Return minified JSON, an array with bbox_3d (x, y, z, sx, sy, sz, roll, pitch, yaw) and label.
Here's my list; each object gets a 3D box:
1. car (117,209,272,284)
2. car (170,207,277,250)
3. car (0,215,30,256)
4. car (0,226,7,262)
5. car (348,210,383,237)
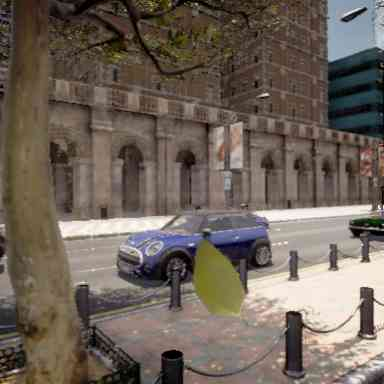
[{"bbox_3d":[0.172,1.333,9.641,4.553,1.767,2.097,0,0,-35],"label":"car"},{"bbox_3d":[1.502,1.491,14.880,4.674,1.442,1.812,0,0,-35],"label":"car"},{"bbox_3d":[-8.447,1.596,11.662,4.718,1.301,1.895,0,0,-36],"label":"car"},{"bbox_3d":[-7.536,1.512,8.442,4.892,1.490,1.837,0,0,-36],"label":"car"},{"bbox_3d":[9.764,1.540,16.437,4.718,1.301,1.895,0,0,-35],"label":"car"}]
